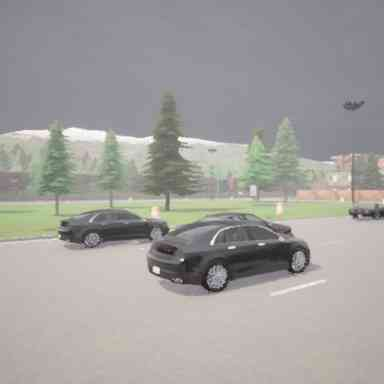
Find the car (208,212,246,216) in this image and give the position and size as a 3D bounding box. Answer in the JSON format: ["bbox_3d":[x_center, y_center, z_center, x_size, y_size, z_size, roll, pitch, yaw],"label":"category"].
[{"bbox_3d":[1.808,1.536,13.632,5.357,1.411,2.033,0,0,-35],"label":"car"}]

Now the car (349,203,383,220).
[{"bbox_3d":[15.100,1.567,27.570,4.718,1.301,1.895,0,0,-35],"label":"car"}]

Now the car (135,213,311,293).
[{"bbox_3d":[1.173,1.498,8.881,4.892,1.490,1.837,0,0,-35],"label":"car"}]

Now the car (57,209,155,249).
[{"bbox_3d":[-3.294,1.498,14.635,4.892,1.490,1.837,0,0,-35],"label":"car"}]
